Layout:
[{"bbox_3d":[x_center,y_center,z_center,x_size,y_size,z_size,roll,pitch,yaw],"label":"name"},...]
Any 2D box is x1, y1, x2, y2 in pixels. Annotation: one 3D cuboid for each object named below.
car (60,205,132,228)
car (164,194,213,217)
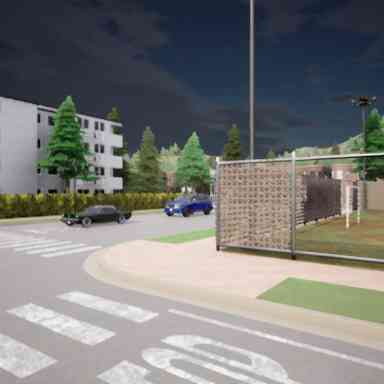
[{"bbox_3d":[-6.340,1.575,22.355,1.895,1.301,4.718,0,0,35],"label":"car"},{"bbox_3d":[-0.201,1.196,31.068,2.150,2.045,5.566,0,0,36],"label":"car"}]
